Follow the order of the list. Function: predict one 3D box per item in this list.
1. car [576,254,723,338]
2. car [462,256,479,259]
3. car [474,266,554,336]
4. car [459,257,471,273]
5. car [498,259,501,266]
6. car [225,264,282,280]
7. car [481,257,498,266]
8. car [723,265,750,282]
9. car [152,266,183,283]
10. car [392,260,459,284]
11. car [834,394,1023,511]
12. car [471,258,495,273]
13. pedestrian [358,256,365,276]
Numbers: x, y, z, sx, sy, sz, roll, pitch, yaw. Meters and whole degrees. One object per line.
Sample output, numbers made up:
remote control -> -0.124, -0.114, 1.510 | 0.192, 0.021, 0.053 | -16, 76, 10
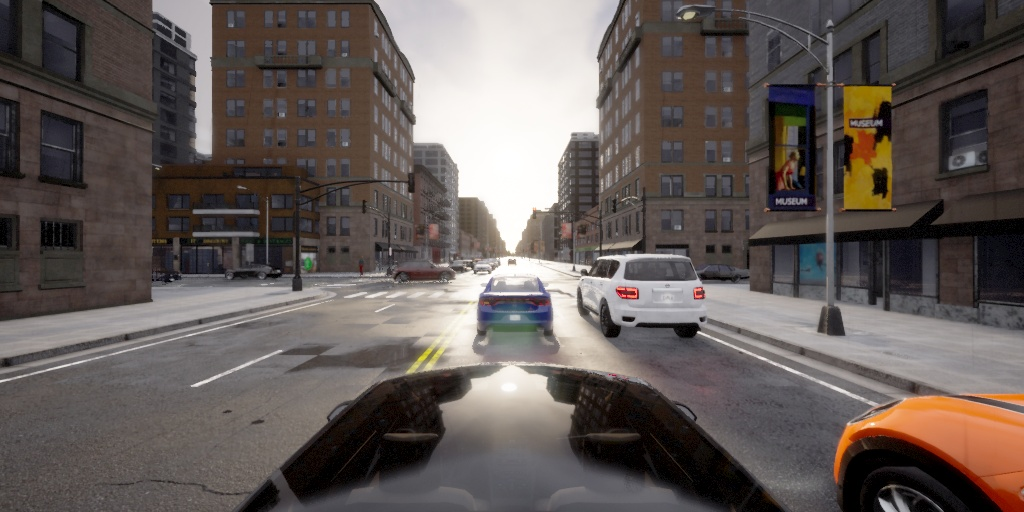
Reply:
car -> 3.336, 0.972, 10.351 | 2.150, 2.045, 5.566 | 0, 0, 0
car -> -6.575, 0.968, 53.156 | 2.150, 2.045, 5.566 | 0, 0, 0
car -> 0.085, 1.228, 10.491 | 1.882, 1.535, 5.008 | 0, 0, 0
car -> -6.577, 1.226, 43.408 | 1.882, 1.535, 5.008 | 0, 0, 0
car -> -3.306, 1.269, 60.471 | 1.812, 1.442, 4.674 | 0, 0, 1
car -> -22.113, 1.330, 30.782 | 4.313, 1.339, 1.948 | 0, 0, 0
car -> -3.326, 1.273, 50.448 | 1.812, 1.442, 4.674 | 0, 0, 0
car -> 15.852, 1.337, 28.385 | 5.357, 1.411, 2.033 | 0, 0, 0
car -> -26.635, 1.289, 25.323 | 5.357, 1.411, 2.033 | 0, 0, 0
car -> -6.635, 1.108, 27.094 | 4.553, 1.767, 2.097 | 0, 0, -20
car -> 3.344, 1.102, 0.641 | 2.097, 1.767, 4.553 | 0, 0, 0
car -> -3.334, 1.275, 41.356 | 1.812, 1.442, 4.674 | 0, 0, 0
pedestrian -> -14.129, 0.920, 33.615 | 0.375, 1.860, 0.375 | 0, 0, 0
